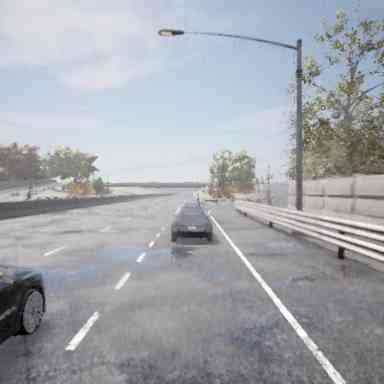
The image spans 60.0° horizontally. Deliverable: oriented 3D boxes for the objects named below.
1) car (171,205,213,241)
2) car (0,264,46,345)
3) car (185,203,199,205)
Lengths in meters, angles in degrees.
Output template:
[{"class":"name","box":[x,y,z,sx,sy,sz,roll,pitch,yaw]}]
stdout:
[{"class":"car","box":[0.001,1.577,16.830,1.994,1.385,4.181,0,0,0]},{"class":"car","box":[-3.396,1.493,3.772,2.128,1.511,4.902,0,0,0]},{"class":"car","box":[0.008,1.586,27.223,1.994,1.385,4.181,0,0,0]}]
